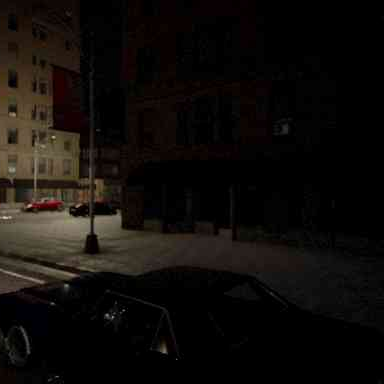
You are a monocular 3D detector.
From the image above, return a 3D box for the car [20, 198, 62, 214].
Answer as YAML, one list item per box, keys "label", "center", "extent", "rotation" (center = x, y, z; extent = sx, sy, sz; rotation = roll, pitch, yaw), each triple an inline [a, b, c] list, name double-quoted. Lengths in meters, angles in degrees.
- label: "car"
  center: [-15.059, 1.303, 33.544]
  extent: [1.967, 1.590, 4.097]
  rotation: [1, 0, 36]

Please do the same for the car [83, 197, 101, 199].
- label: "car"
  center: [-11.836, 1.301, 38.014]
  extent: [1.967, 1.590, 4.097]
  rotation: [1, 0, 36]

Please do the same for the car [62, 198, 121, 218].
- label: "car"
  center: [-8.551, 1.492, 28.851]
  extent: [1.947, 1.339, 4.313]
  rotation: [1, 0, 36]

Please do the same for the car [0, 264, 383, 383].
- label: "car"
  center: [-0.395, 1.592, 3.965]
  extent: [4.718, 1.301, 1.895]
  rotation: [0, 0, 36]
